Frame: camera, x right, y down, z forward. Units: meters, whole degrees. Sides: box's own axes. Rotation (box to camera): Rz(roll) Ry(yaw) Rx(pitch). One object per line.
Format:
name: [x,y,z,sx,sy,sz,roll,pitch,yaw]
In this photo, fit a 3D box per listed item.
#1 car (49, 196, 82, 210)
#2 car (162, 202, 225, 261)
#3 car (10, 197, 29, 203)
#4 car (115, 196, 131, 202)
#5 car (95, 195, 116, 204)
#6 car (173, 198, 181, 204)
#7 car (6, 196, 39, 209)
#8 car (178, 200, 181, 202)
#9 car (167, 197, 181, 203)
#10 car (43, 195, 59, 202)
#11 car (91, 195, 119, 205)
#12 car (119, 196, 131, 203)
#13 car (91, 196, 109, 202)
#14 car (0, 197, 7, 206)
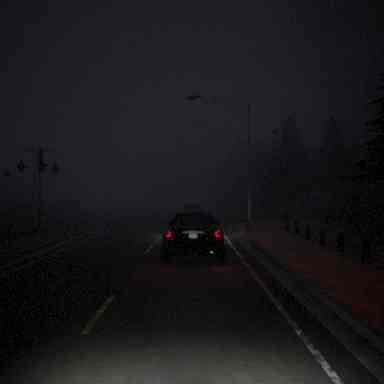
car: [-17.384,1.715,46.449,3.633,1.501,1.845,0,0,0]
car: [0.055,1.443,12.790,2.097,1.767,4.553,0,0,0]
car: [-43.525,1.963,83.830,3.806,1.475,1.970,0,0,0]
car: [-17.986,1.858,87.150,3.806,1.475,1.970,0,0,0]
car: [-17.661,1.569,67.939,3.866,1.878,1.905,0,0,0]
car: [-3.497,2.069,77.664,1.812,1.442,4.674,0,0,0]
car: [-24.805,1.746,49.428,3.806,1.475,1.970,0,0,0]
car: [0.071,1.710,30.169,2.128,1.511,4.902,0,0,0]
car: [-3.534,1.792,62.720,2.097,1.767,4.553,0,0,1]
car: [-35.046,1.700,83.871,4.605,1.855,1.932,0,0,0]
car: [-17.248,1.569,65.034,4.605,1.855,1.932,0,0,0]
car: [-17.662,1.735,80.733,5.027,1.636,2.152,0,0,0]
car: [-25.036,1.950,90.811,4.514,1.523,2.007,0,0,0]
car: [-35.798,1.765,61.420,3.633,1.501,1.845,0,0,0]
